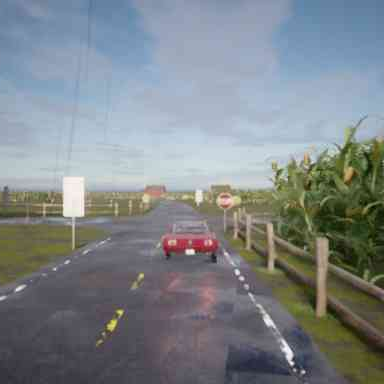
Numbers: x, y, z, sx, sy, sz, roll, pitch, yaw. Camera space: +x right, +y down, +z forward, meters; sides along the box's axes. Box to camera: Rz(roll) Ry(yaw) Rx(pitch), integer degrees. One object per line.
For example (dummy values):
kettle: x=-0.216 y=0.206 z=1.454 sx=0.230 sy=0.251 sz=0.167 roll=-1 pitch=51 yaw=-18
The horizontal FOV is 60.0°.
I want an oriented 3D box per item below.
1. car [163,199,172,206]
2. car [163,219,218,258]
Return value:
car: x=-5.105 y=2.228 z=68.687 sx=2.033 sy=1.411 sz=5.357 roll=0 pitch=-1 yaw=-4
car: x=-0.066 y=1.732 z=13.276 sx=1.895 sy=1.301 sz=4.718 roll=0 pitch=-1 yaw=0
